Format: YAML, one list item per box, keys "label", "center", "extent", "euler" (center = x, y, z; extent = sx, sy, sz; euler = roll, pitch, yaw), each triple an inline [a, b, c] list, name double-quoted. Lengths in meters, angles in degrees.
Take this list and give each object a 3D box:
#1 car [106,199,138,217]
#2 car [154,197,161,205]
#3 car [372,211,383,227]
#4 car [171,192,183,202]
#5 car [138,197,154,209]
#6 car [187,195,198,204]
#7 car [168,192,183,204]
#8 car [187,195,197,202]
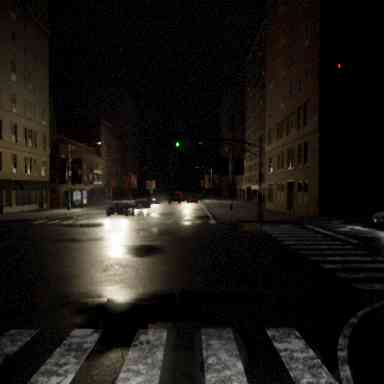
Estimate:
- label: "car"
  center: [-6.563, 1.570, 30.893]
  extent: [1.895, 1.301, 4.718]
  euler: [0, 0, 0]
- label: "car"
  center: [-6.502, 1.492, 57.860]
  extent: [2.033, 1.411, 5.357]
  euler: [0, 0, 0]
- label: "car"
  center: [12.992, 1.375, 19.334]
  extent: [4.674, 1.442, 1.812]
  euler: [0, 1, 0]
- label: "car"
  center: [-3.175, 1.053, 71.613]
  extent: [2.150, 2.045, 5.566]
  euler: [0, 0, 0]
- label: "car"
  center: [-6.539, 1.520, 43.808]
  extent: [1.994, 1.385, 4.181]
  euler: [0, 0, 0]
- label: "car"
  center: [0.064, 1.447, 61.160]
  extent: [1.837, 1.490, 4.892]
  euler: [0, 0, 0]
- label: "car"
  center: [-3.185, 1.164, 61.192]
  extent: [2.150, 2.045, 5.566]
  euler: [0, 0, 0]
- label: "car"
  center: [0.075, 1.367, 71.579]
  extent: [2.033, 1.411, 5.357]
  euler: [0, 0, 0]
